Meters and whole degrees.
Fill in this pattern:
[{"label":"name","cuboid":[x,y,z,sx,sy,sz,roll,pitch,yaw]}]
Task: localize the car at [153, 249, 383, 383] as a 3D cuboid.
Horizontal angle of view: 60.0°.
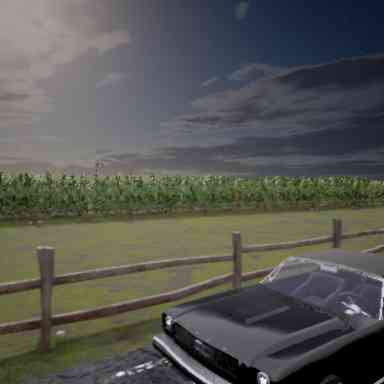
[{"label":"car","cuboid":[1.902,1.555,4.436,4.718,1.301,1.895,-1,1,-35]}]
